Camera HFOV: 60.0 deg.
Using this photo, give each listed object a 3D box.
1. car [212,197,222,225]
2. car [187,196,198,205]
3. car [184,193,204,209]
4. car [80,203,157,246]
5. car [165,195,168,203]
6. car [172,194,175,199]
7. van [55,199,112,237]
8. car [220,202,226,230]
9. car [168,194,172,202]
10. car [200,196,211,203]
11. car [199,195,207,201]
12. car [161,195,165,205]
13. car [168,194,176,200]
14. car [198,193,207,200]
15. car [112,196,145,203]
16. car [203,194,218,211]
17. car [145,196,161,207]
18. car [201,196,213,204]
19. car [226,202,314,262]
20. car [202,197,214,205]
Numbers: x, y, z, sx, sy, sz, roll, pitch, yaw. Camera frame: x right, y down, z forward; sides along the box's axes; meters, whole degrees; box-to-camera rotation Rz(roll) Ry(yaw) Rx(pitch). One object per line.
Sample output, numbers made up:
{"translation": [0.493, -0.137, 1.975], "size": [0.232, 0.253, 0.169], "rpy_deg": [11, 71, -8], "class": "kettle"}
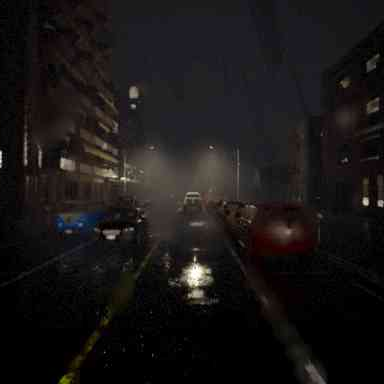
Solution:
{"translation": [2.695, 1.381, 22.961], "size": [1.967, 1.590, 4.097], "rpy_deg": [0, 0, 0], "class": "car"}
{"translation": [0.111, 1.404, 56.948], "size": [1.812, 1.442, 4.674], "rpy_deg": [0, 0, 0], "class": "car"}
{"translation": [0.108, 1.124, 42.719], "size": [2.150, 2.045, 5.566], "rpy_deg": [0, 0, 0], "class": "car"}
{"translation": [-3.075, 1.450, 15.110], "size": [2.128, 1.511, 4.902], "rpy_deg": [0, 0, 0], "class": "car"}
{"translation": [-5.680, 1.430, 56.198], "size": [2.008, 1.369, 4.403], "rpy_deg": [0, 0, 0], "class": "car"}
{"translation": [-5.677, 1.303, 78.355], "size": [1.967, 1.590, 4.097], "rpy_deg": [0, 0, 0], "class": "car"}
{"translation": [-5.686, 1.295, 17.423], "size": [1.690, 1.788, 3.998], "rpy_deg": [0, 0, 0], "class": "van"}
{"translation": [2.694, 1.478, 17.592], "size": [1.752, 1.417, 4.829], "rpy_deg": [0, 0, 0], "class": "car"}
{"translation": [-5.679, 1.310, 67.276], "size": [1.967, 1.590, 4.097], "rpy_deg": [0, 0, 0], "class": "car"}
{"translation": [2.702, 1.421, 67.274], "size": [2.008, 1.369, 4.403], "rpy_deg": [0, 0, 0], "class": "car"}
{"translation": [2.705, 1.385, 84.063], "size": [1.752, 1.417, 4.829], "rpy_deg": [0, 0, 0], "class": "car"}
{"translation": [-5.681, 1.438, 50.660], "size": [2.008, 1.369, 4.403], "rpy_deg": [0, 0, 0], "class": "car"}
{"translation": [-5.675, 1.378, 94.805], "size": [1.752, 1.417, 4.829], "rpy_deg": [0, 0, 0], "class": "car"}
{"translation": [2.706, 1.171, 89.432], "size": [2.192, 1.841, 5.009], "rpy_deg": [0, 0, 0], "class": "car"}
{"translation": [-5.684, 1.245, 28.502], "size": [2.192, 1.841, 5.009], "rpy_deg": [0, 0, 0], "class": "car"}
{"translation": [2.698, 1.347, 39.580], "size": [1.967, 1.590, 4.097], "rpy_deg": [0, 0, 0], "class": "car"}
{"translation": [-5.682, 1.462, 45.122], "size": [1.947, 1.339, 4.313], "rpy_deg": [0, 0, 0], "class": "car"}
{"translation": [2.701, 1.439, 61.736], "size": [1.947, 1.339, 4.313], "rpy_deg": [0, 0, 0], "class": "car"}
{"translation": [2.694, 1.282, 11.882], "size": [2.192, 1.841, 5.009], "rpy_deg": [0, 0, 0], "class": "car"}
{"translation": [2.700, 1.461, 56.196], "size": [1.802, 1.307, 4.206], "rpy_deg": [0, 0, 0], "class": "car"}
